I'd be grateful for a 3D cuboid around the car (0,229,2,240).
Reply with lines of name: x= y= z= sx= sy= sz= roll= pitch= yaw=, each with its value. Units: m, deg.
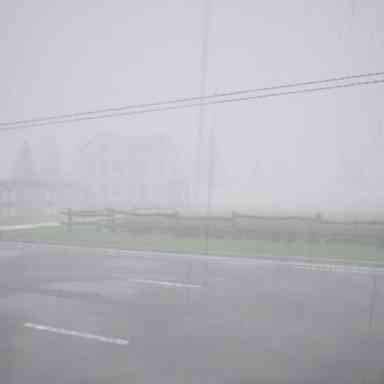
car: x=-10.549 y=1.718 z=14.400 sx=4.892 sy=1.490 sz=1.837 roll=0 pitch=-1 yaw=21
